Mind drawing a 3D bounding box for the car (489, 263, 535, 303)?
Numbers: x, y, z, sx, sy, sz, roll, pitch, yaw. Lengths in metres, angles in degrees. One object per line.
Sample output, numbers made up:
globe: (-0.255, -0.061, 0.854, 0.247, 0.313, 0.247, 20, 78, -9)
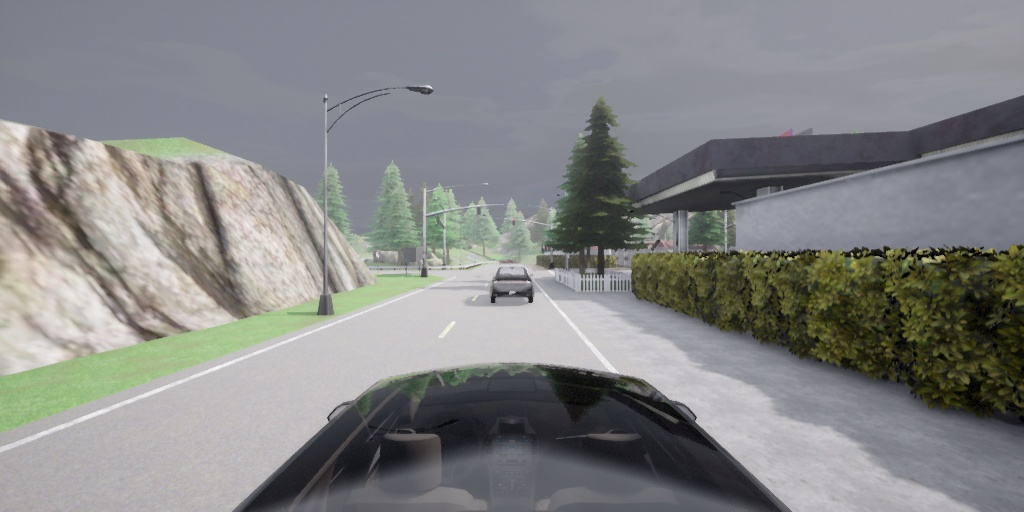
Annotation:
car: (0.000, 1.244, 16.500, 2.128, 1.511, 4.902, 0, 0, 0)
